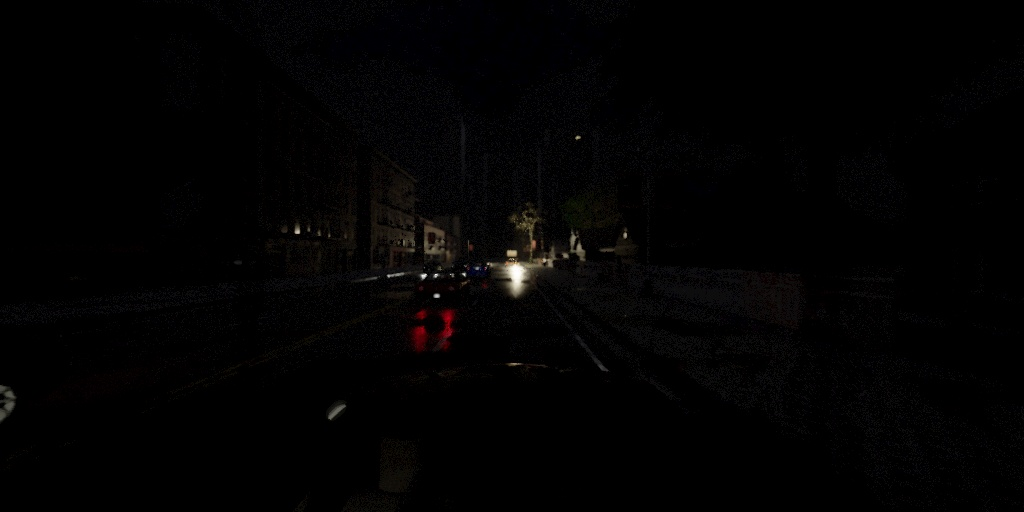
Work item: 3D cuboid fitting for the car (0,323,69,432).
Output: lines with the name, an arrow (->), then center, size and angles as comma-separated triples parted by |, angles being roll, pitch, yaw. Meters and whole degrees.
car -> -6.600, 1.257, 2.473 | 1.837, 1.490, 4.892 | 0, 0, 0

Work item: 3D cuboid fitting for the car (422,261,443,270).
car -> -9.831, 1.379, 44.897 | 1.837, 1.490, 4.892 | 0, -1, 0

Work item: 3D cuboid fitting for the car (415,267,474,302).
car -> -3.151, 1.395, 17.251 | 1.895, 1.301, 4.718 | 0, 0, 0

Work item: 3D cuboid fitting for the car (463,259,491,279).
car -> -3.152, 1.194, 34.420 | 2.097, 1.767, 4.553 | 0, 0, 0

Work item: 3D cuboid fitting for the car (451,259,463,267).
car -> -6.578, 1.228, 46.501 | 2.097, 1.767, 4.553 | 0, 0, 0
